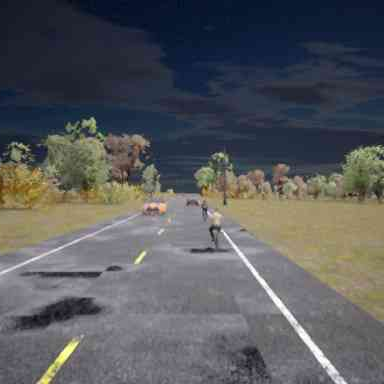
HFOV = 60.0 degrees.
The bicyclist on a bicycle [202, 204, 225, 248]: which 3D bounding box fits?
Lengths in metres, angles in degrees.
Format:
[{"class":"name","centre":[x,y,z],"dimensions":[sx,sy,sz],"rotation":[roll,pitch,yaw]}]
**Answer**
[{"class":"bicyclist on a bicycle","centre":[0.978,1.423,13.740],"dimensions":[0.866,1.612,1.509],"rotation":[0,0,0]}]

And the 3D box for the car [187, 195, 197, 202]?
[{"class":"car","centre":[-0.010,1.464,73.910],"dimensions":[2.033,1.411,5.357],"rotation":[0,0,0]}]

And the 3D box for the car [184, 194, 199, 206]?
[{"class":"car","centre":[0.088,1.469,54.878],"dimensions":[1.812,1.442,4.674],"rotation":[0,0,0]}]

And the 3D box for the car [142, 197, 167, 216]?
[{"class":"car","centre":[-3.599,1.319,32.616],"dimensions":[2.097,1.767,4.553],"rotation":[0,0,0]}]

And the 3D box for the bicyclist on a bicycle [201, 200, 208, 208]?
[{"class":"bicyclist on a bicycle","centre":[0.959,1.428,24.846],"dimensions":[0.582,1.620,1.656],"rotation":[0,0,0]}]
